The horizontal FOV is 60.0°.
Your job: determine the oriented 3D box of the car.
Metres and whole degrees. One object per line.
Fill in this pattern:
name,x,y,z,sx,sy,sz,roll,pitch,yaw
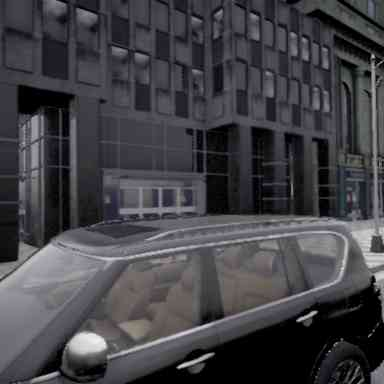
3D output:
car,-0.468,1.294,3.013,5.566,2.045,2.150,0,-1,-35
